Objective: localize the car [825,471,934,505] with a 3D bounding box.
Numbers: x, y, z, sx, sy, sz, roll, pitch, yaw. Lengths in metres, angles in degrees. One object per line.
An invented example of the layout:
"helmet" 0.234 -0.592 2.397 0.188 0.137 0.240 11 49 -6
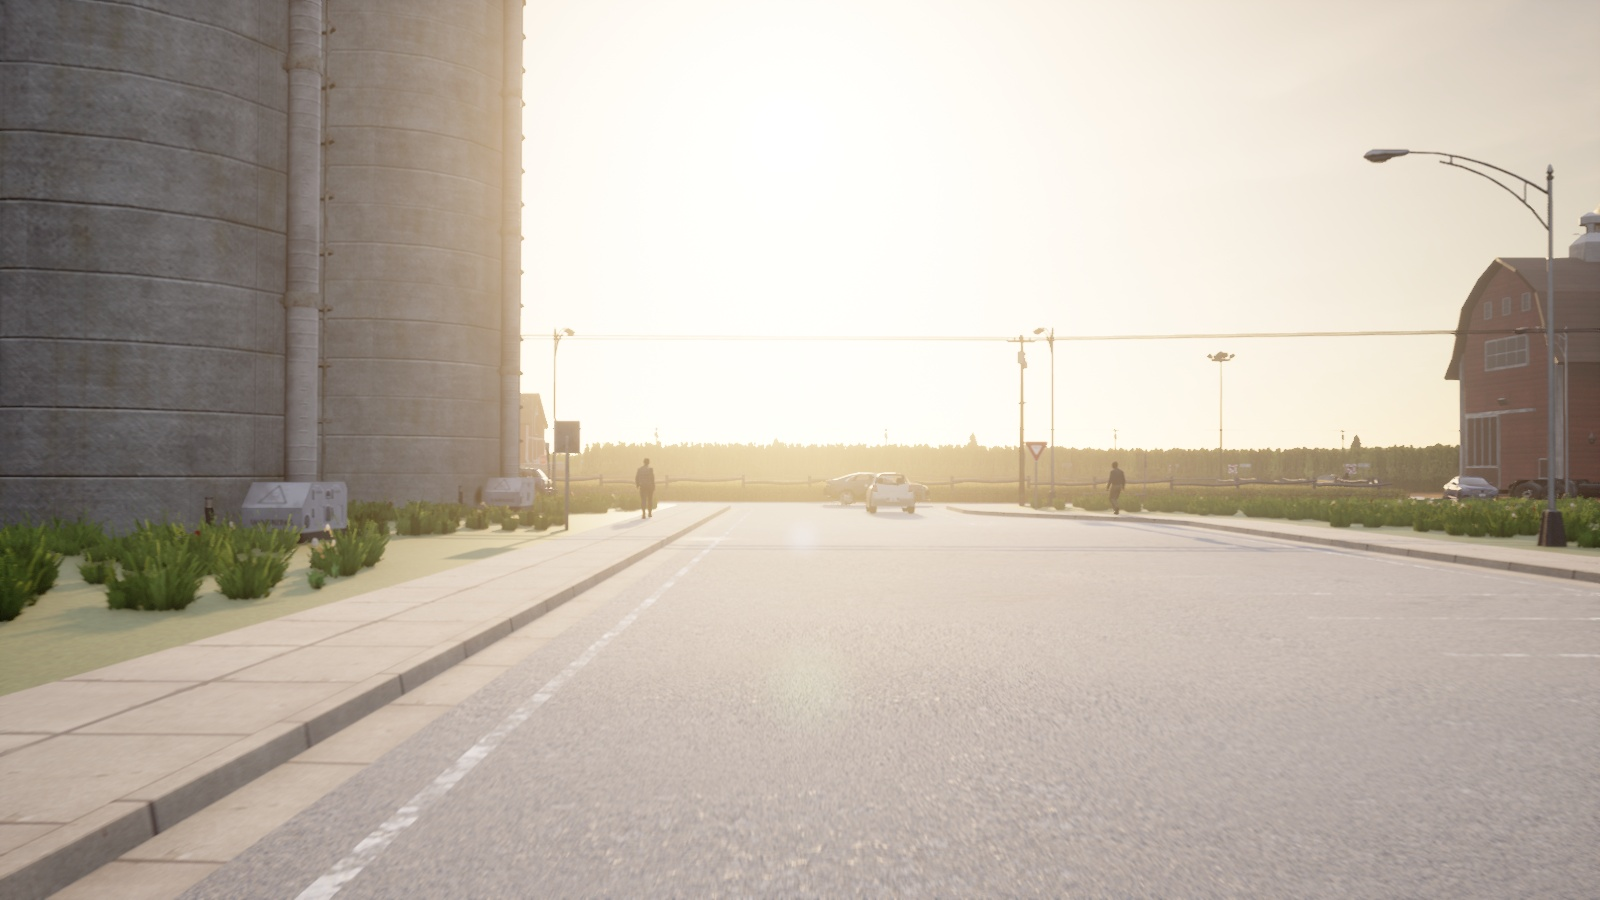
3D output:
"car" 3.595 1.721 57.620 4.902 1.511 2.128 0 -1 1

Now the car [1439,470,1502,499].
"car" 35.522 1.814 66.650 1.812 1.442 4.674 0 -1 14

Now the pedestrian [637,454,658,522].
"pedestrian" -4.426 1.098 36.469 0.423 1.949 0.788 0 -1 5

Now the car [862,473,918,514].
"car" 3.387 1.611 47.580 1.845 1.501 3.633 0 -1 0

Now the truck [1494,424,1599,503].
"truck" 36.053 0.609 56.432 2.891 3.462 7.936 0 -1 -38

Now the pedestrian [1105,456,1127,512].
"pedestrian" 10.379 1.119 41.243 0.370 1.835 0.726 0 -1 -16

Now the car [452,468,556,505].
"car" -14.415 1.758 61.348 4.553 1.767 2.097 0 -1 1
